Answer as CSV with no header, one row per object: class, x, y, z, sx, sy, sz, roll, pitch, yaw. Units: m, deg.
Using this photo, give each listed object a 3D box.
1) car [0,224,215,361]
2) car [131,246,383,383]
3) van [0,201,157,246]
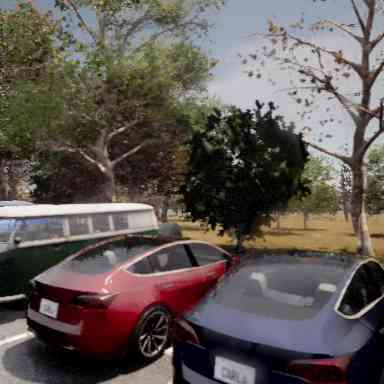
car,-0.452,1.517,6.118,2.163,1.488,4.792,0,0,36
car,1.697,1.511,4.585,2.163,1.488,4.792,0,0,36
van,-2.773,1.275,7.605,1.878,1.987,4.442,0,0,35
